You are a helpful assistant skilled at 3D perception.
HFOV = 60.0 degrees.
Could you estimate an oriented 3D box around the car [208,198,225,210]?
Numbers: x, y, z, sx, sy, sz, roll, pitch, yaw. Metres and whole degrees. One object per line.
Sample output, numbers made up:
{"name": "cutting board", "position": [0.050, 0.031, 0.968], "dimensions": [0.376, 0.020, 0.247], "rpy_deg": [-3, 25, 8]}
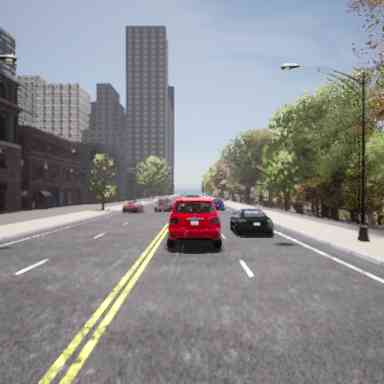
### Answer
{"name": "car", "position": [3.338, 1.624, 45.868], "dimensions": [1.882, 1.535, 5.008], "rpy_deg": [0, 0, 0]}

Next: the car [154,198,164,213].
{"name": "car", "position": [-3.331, 1.479, 39.696], "dimensions": [2.097, 1.767, 4.553], "rpy_deg": [0, 0, 0]}

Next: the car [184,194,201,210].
{"name": "car", "position": [0.089, 1.369, 46.098], "dimensions": [2.150, 2.045, 5.566], "rpy_deg": [0, 0, 0]}

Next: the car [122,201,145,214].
{"name": "car", "position": [-6.588, 1.722, 37.552], "dimensions": [1.895, 1.301, 4.718], "rpy_deg": [0, 0, 0]}

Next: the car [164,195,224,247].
{"name": "car", "position": [0.097, 1.274, 15.352], "dimensions": [2.150, 2.045, 5.566], "rpy_deg": [0, 0, 0]}

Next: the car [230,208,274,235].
{"name": "car", "position": [3.344, 1.628, 19.187], "dimensions": [1.994, 1.385, 4.181], "rpy_deg": [0, 0, 0]}
